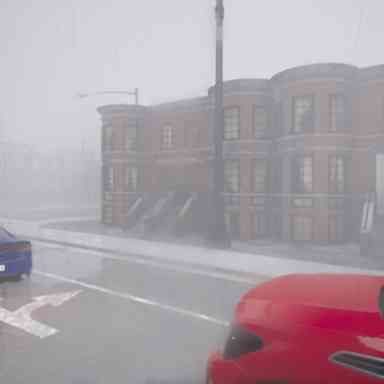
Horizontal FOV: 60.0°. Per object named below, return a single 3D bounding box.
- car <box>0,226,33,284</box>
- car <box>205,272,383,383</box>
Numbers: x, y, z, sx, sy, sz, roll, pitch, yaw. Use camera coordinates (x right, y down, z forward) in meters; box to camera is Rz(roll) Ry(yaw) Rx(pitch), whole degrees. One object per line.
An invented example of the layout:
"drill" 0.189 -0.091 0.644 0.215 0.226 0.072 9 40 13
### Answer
"car" -5.952 1.392 8.237 5.008 1.535 1.882 1 0 36
"car" 2.775 1.232 2.013 5.566 2.045 2.150 1 0 36
